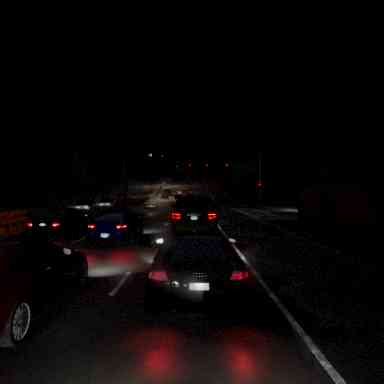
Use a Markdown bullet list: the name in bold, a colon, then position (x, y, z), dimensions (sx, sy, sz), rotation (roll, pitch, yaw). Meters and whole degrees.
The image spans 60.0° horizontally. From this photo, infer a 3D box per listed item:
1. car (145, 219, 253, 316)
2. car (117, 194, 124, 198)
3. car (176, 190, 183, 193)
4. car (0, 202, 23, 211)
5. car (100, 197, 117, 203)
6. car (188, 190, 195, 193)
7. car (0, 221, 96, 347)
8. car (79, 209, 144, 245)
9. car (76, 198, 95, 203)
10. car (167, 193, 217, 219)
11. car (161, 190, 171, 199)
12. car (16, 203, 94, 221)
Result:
- **car**: position (0.103, 1.564, 7.612), dimensions (1.994, 1.385, 4.181), rotation (0, 0, -1)
- **car**: position (-17.613, 1.284, 82.211), dimensions (1.837, 1.490, 4.892), rotation (0, 2, 0)
- **car**: position (-3.642, 1.070, 87.113), dimensions (1.812, 1.442, 4.674), rotation (0, 3, 0)
- **car**: position (-17.614, 1.600, 30.566), dimensions (1.895, 1.301, 4.718), rotation (0, 0, 0)
- **car**: position (-17.537, 1.594, 68.532), dimensions (1.895, 1.301, 4.718), rotation (0, 0, 0)
- **car**: position (-0.145, 0.999, 87.522), dimensions (1.882, 1.535, 5.008), rotation (0, 3, 0)
- **car**: position (-3.408, 1.526, 6.170), dimensions (1.812, 1.442, 4.674), rotation (0, 0, 0)
- **car**: position (-3.407, 1.526, 15.299), dimensions (1.812, 1.442, 4.674), rotation (0, 0, 0)
- **car**: position (-17.610, 1.600, 55.175), dimensions (1.895, 1.301, 4.718), rotation (0, 0, 0)
- **car**: position (0.093, 1.221, 17.016), dimensions (2.150, 2.045, 5.566), rotation (0, 0, 0)
- **car**: position (-7.142, 1.070, 87.093), dimensions (1.812, 1.442, 4.674), rotation (0, 3, 0)
- **car**: position (-6.898, 1.547, 17.751), dimensions (2.033, 1.411, 5.357), rotation (0, 0, -1)
